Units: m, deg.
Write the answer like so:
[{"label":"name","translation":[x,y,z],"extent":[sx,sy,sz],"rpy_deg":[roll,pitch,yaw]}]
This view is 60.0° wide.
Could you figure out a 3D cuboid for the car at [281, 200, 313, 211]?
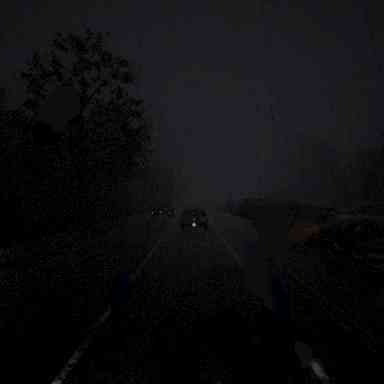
[{"label":"car","translation":[20.340,2.574,64.570],"extent":[5.566,2.045,2.435],"rpy_deg":[0,-2,0]}]

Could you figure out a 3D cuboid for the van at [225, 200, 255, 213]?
[{"label":"van","translation":[7.301,2.204,50.966],"extent":[4.442,1.987,1.878],"rpy_deg":[0,-2,0]}]

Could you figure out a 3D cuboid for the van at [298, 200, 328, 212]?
[{"label":"van","translation":[20.399,2.354,56.265],"extent":[4.442,1.987,1.878],"rpy_deg":[0,-2,0]}]

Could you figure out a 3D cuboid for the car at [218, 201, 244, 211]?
[{"label":"car","translation":[7.254,2.624,62.058],"extent":[4.553,1.767,2.185],"rpy_deg":[0,-2,0]}]

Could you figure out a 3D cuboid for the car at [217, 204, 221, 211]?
[{"label":"car","translation":[7.233,2.617,56.508],"extent":[4.792,1.488,2.163],"rpy_deg":[0,-2,0]}]

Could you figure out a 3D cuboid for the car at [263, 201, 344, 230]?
[{"label":"car","translation":[7.045,1.626,20.451],"extent":[4.553,1.767,2.185],"rpy_deg":[0,-1,0]}]

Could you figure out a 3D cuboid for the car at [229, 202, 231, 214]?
[{"label":"car","translation":[7.147,2.152,39.858],"extent":[4.674,1.452,2.002],"rpy_deg":[0,-2,0]}]

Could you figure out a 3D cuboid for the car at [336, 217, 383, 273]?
[{"label":"car","translation":[7.043,1.614,9.346],"extent":[4.892,1.521,2.231],"rpy_deg":[0,-1,0]}]

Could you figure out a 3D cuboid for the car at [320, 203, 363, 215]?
[{"label":"car","translation":[20.237,2.264,45.182],"extent":[4.892,1.521,2.231],"rpy_deg":[0,-2,0]}]

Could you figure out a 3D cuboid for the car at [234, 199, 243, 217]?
[{"label":"car","translation":[7.144,1.639,31.556],"extent":[5.566,2.045,2.435],"rpy_deg":[0,-1,0]}]

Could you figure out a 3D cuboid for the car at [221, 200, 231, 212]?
[{"label":"car","translation":[7.179,2.350,48.184],"extent":[5.008,1.535,2.097],"rpy_deg":[0,-2,0]}]

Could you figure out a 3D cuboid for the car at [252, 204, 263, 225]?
[{"label":"car","translation":[7.080,1.786,23.226],"extent":[5.008,1.535,2.097],"rpy_deg":[0,-1,0]}]

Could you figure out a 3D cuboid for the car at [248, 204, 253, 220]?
[{"label":"car","translation":[7.098,1.861,26.001],"extent":[4.674,1.452,2.002],"rpy_deg":[0,-1,0]}]

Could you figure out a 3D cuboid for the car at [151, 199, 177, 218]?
[{"label":"car","translation":[-3.272,1.826,37.975],"extent":[2.150,2.045,5.566],"rpy_deg":[0,-1,0]}]

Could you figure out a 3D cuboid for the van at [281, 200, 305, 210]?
[{"label":"van","translation":[20.440,2.699,67.459],"extent":[4.442,1.987,1.878],"rpy_deg":[0,-2,0]}]

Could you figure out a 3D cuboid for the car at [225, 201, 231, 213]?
[{"label":"car","translation":[7.125,2.221,42.635],"extent":[4.792,1.488,2.163],"rpy_deg":[0,-2,0]}]

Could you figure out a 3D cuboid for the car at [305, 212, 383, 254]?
[{"label":"car","translation":[7.040,1.648,12.122],"extent":[4.892,1.521,2.231],"rpy_deg":[0,-1,0]}]

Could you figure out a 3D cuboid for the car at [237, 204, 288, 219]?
[{"label":"car","translation":[7.154,1.983,34.302],"extent":[4.792,1.488,2.163],"rpy_deg":[0,-1,0]}]

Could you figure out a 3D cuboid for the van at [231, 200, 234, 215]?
[{"label":"van","translation":[7.018,1.807,37.091],"extent":[4.442,1.987,1.878],"rpy_deg":[0,-2,0]}]

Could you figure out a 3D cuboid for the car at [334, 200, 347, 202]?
[{"label":"car","translation":[20.039,2.102,39.644],"extent":[5.366,1.575,1.946],"rpy_deg":[0,-2,0]}]

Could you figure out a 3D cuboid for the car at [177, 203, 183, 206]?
[{"label":"car","translation":[-3.058,3.142,78.652],"extent":[1.812,1.442,4.674],"rpy_deg":[0,-3,0]}]

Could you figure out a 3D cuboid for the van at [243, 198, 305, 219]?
[{"label":"van","translation":[6.989,1.629,28.781],"extent":[4.442,1.987,1.878],"rpy_deg":[0,-1,0]}]

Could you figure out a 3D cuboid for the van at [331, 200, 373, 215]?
[{"label":"van","translation":[20.351,1.958,42.419],"extent":[4.442,1.987,1.878],"rpy_deg":[0,-2,0]}]

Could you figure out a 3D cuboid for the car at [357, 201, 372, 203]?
[{"label":"car","translation":[20.209,1.947,34.107],"extent":[5.008,1.535,2.097],"rpy_deg":[0,-2,0]}]

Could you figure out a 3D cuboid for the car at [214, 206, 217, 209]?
[{"label":"car","translation":[7.185,2.416,59.292],"extent":[5.566,2.045,2.435],"rpy_deg":[0,-2,0]}]

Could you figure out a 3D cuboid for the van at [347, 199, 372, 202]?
[{"label":"van","translation":[20.097,1.800,36.883],"extent":[4.442,1.987,1.878],"rpy_deg":[0,-2,0]}]

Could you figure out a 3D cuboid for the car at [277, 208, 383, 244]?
[{"label":"car","translation":[6.871,1.679,14.898],"extent":[5.366,1.575,1.946],"rpy_deg":[0,-1,0]}]

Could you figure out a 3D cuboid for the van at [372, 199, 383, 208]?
[{"label":"van","translation":[20.078,1.661,31.493],"extent":[4.442,1.987,1.878],"rpy_deg":[0,-1,0]}]

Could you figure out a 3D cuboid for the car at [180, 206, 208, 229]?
[{"label":"car","translation":[0.140,1.930,24.349],"extent":[1.895,1.301,4.718],"rpy_deg":[0,-1,0]}]

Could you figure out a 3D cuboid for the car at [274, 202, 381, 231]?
[{"label":"car","translation":[7.035,1.591,17.675],"extent":[4.553,1.767,2.185],"rpy_deg":[0,-1,0]}]

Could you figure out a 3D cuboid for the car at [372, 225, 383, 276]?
[{"label":"car","translation":[6.841,1.575,6.571],"extent":[5.366,1.575,1.946],"rpy_deg":[0,-1,0]}]
